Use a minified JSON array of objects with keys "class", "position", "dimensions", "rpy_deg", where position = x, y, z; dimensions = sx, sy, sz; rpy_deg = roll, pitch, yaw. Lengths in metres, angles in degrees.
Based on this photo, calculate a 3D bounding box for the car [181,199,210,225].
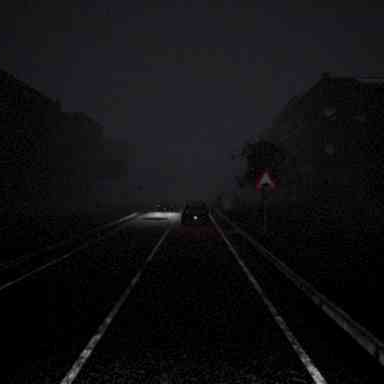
[{"class":"car","position":[0.242,1.459,24.036],"dimensions":[2.128,1.511,4.902],"rpy_deg":[0,0,0]}]

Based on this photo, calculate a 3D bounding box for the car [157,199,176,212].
[{"class":"car","position":[-2.870,1.519,37.869],"dimensions":[1.895,1.301,4.718],"rpy_deg":[0,0,0]}]

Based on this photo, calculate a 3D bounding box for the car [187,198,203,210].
[{"class":"car","position":[0.356,1.500,42.909],"dimensions":[1.895,1.301,4.718],"rpy_deg":[0,0,0]}]
